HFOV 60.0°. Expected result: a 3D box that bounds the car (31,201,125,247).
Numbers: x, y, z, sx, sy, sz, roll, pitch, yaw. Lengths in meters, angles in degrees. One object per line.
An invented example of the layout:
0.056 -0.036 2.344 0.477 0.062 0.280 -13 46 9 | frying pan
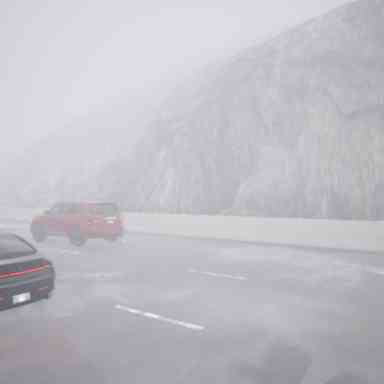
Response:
-5.748 1.445 16.478 5.566 2.045 2.150 0 -1 37 | car

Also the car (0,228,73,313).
-4.906 1.613 7.216 4.892 1.490 1.837 -1 0 36 | car
